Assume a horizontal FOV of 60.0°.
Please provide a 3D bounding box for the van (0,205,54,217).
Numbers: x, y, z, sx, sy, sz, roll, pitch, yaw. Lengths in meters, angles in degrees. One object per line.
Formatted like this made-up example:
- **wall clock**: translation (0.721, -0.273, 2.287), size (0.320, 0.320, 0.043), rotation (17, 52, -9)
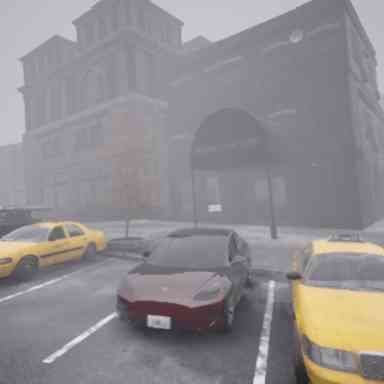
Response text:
- **van**: translation (-7.167, 1.483, 12.444), size (1.878, 1.987, 4.442), rotation (-1, -1, 16)

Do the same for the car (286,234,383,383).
- **car**: translation (2.541, 1.505, 5.403), size (1.946, 1.575, 5.366), rotation (0, -1, 16)

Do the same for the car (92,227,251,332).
- **car**: translation (0.152, 1.582, 7.290), size (2.163, 1.488, 4.792), rotation (0, -1, 16)

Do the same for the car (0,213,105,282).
- **car**: translation (-4.754, 1.647, 10.627), size (1.946, 1.575, 5.366), rotation (0, -1, 16)
